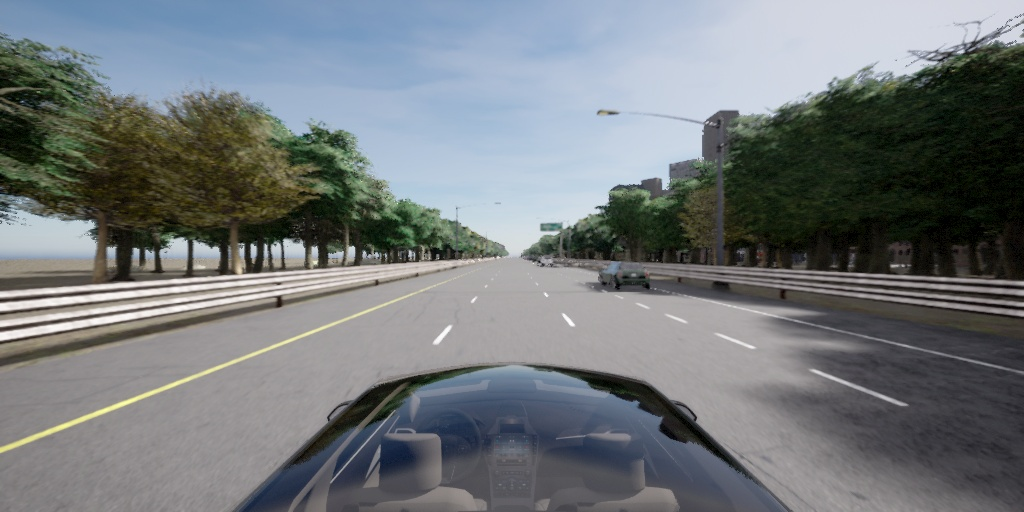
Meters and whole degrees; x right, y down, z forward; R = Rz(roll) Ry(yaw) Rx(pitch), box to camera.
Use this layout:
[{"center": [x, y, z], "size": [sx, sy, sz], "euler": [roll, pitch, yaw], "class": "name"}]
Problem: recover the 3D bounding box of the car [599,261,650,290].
[{"center": [7.026, 1.117, 22.800], "size": [2.097, 1.767, 4.553], "euler": [0, 0, 0], "class": "car"}]
